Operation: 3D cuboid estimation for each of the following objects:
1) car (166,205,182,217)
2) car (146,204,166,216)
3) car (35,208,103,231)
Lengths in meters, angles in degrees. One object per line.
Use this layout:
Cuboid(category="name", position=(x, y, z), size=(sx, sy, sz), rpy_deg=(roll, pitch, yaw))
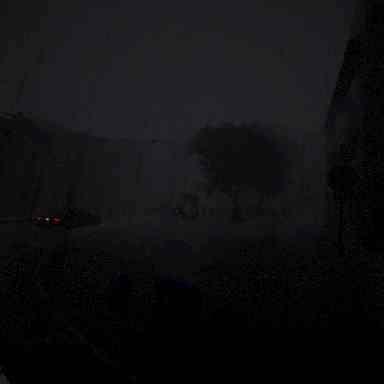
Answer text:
Cuboid(category="car", position=(-1.110, 2.399, 41.817), size=(1.994, 1.385, 4.181), rpy_deg=(1, -1, 20))
Cuboid(category="car", position=(-4.332, 2.298, 43.757), size=(1.812, 1.442, 4.674), rpy_deg=(1, -1, 20))
Cuboid(category="car", position=(-8.079, 1.754, 22.411), size=(2.033, 1.411, 5.357), rpy_deg=(1, -1, 14))
